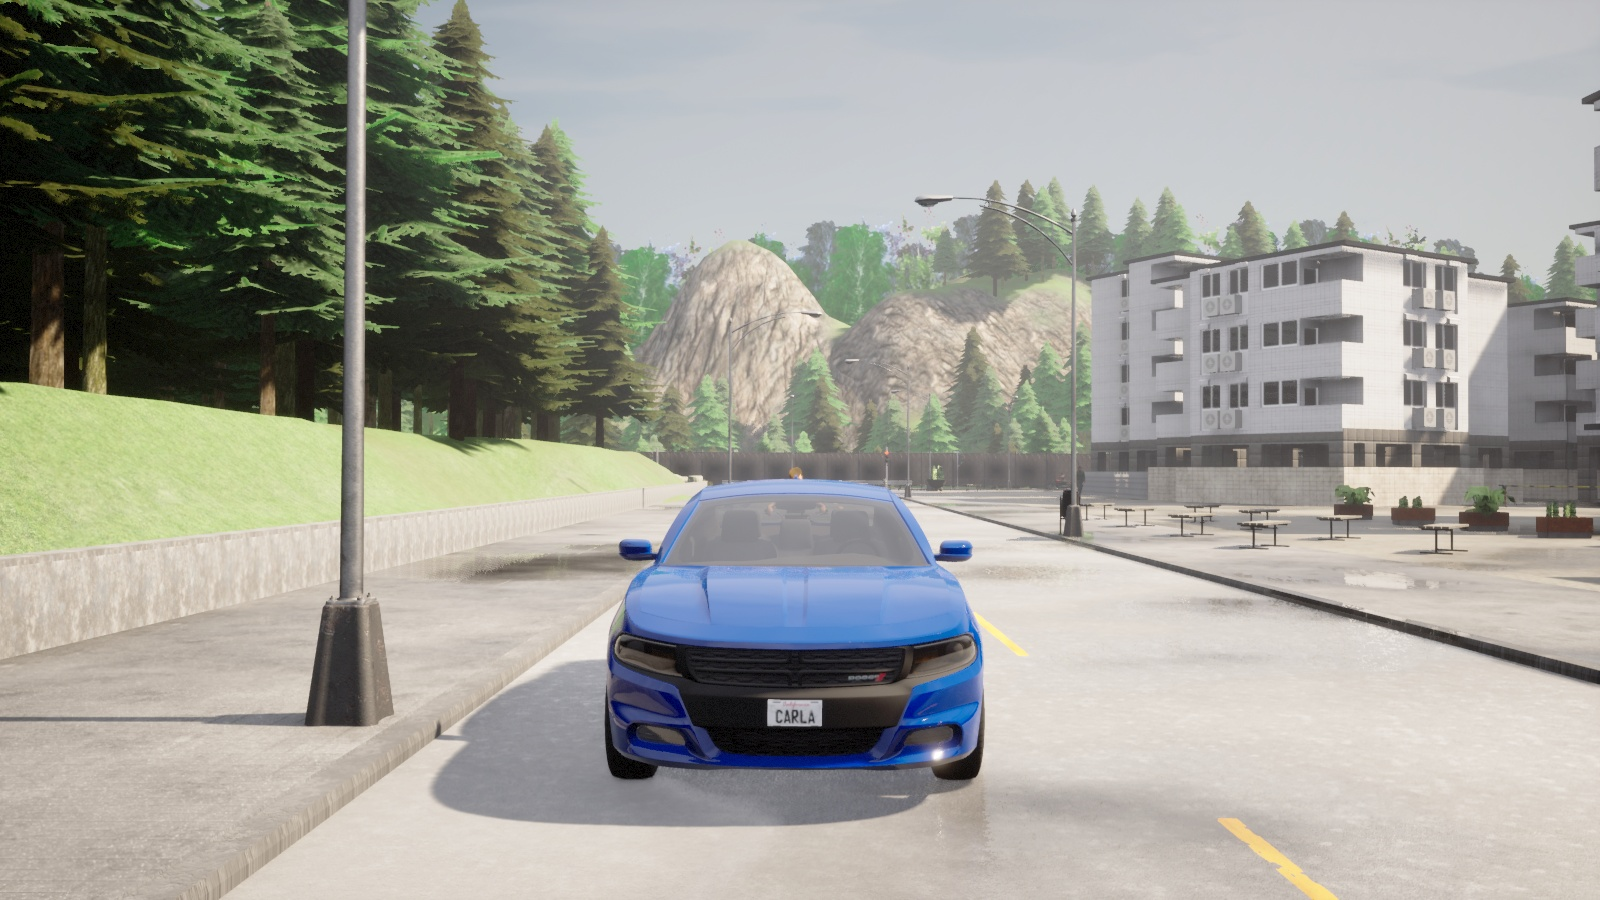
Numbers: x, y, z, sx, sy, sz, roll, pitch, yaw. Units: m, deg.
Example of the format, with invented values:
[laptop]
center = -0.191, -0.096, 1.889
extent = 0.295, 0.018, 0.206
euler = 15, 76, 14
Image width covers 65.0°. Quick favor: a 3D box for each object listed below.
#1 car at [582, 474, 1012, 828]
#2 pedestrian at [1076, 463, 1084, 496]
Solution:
[car]
center = -0.021, 0.927, 8.025
extent = 1.882, 1.535, 5.008
euler = 0, -1, 0
[pedestrian]
center = 15.442, 1.622, 69.212
extent = 0.353, 1.847, 0.614
euler = 0, -1, 9
